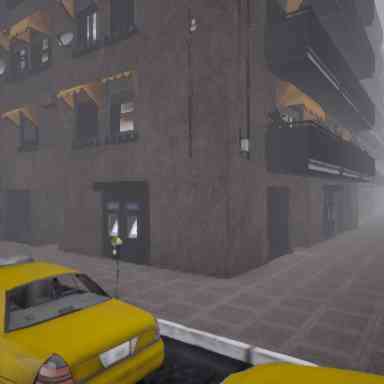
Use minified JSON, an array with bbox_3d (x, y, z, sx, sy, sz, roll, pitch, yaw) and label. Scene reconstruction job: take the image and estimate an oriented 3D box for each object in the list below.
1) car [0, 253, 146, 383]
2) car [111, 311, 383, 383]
[{"bbox_3d":[-2.586,1.525,4.571,4.829,1.417,1.752,0,0,36],"label":"car"},{"bbox_3d":[2.005,1.524,1.295,4.829,1.417,1.752,0,0,36],"label":"car"}]
